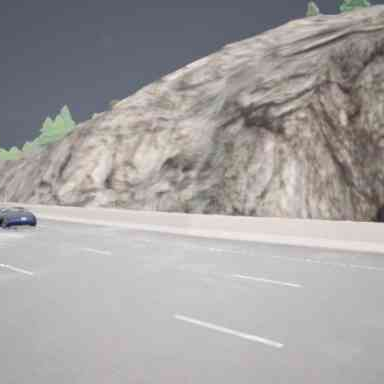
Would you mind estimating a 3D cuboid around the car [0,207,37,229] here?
[{"bbox_3d":[-12.532,1.729,23.243,4.181,1.385,1.994,0,-1,43],"label":"car"}]
